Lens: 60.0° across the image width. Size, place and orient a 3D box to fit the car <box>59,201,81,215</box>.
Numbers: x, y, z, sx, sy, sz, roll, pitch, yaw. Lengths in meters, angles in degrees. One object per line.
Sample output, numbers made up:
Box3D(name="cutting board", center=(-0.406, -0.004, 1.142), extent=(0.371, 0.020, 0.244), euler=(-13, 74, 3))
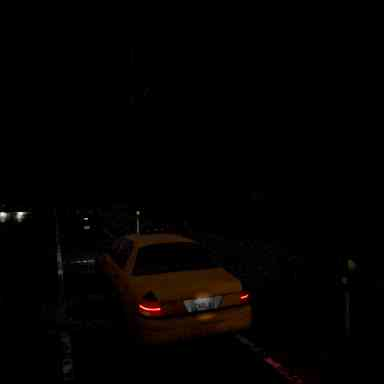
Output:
Box3D(name="car", center=(-8.219, 1.551, 23.802), extent=(2.008, 1.369, 4.403), euler=(0, 0, -23))

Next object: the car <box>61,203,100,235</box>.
Box3D(name="car", center=(-6.104, 1.551, 18.699), extent=(2.008, 1.369, 4.403), euler=(0, 0, -23))

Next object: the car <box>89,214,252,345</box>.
Box3D(name="car", center=(-0.838, 1.457, 6.757), extent=(1.801, 1.575, 5.366), euler=(0, 0, -23))

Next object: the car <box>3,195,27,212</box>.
Box3D(name="car", center=(-20.870, 1.478, 38.987), extent=(1.882, 1.535, 5.008), euler=(0, 0, -22))

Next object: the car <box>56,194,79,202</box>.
Box3D(name="car", center=(-12.449, 1.316, 34.007), extent=(2.192, 1.841, 5.009), euler=(0, 0, -23))

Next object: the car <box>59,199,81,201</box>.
Box3D(name="car", center=(-10.334, 1.566, 28.904), extent=(1.947, 1.339, 4.313), euler=(0, 0, -23))

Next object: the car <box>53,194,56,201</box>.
Box3D(name="car", center=(-31.636, 1.468, 79.545), extent=(1.967, 1.590, 4.097), euler=(0, 0, -24))

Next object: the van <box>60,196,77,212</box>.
Box3D(name="van", center=(-14.565, 1.342, 39.110), extent=(1.690, 1.788, 3.998), euler=(0, 0, -23))
